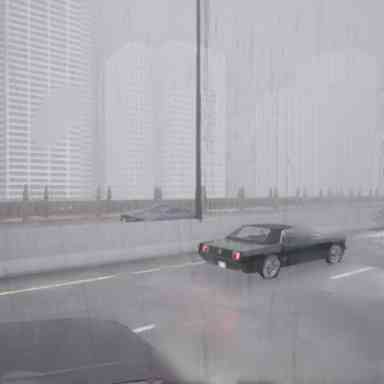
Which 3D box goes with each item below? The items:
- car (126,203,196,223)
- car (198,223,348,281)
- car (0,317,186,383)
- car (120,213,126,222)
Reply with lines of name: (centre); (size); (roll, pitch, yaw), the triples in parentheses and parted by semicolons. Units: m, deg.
car: (-1.462, 1.547, 20.150); (4.181, 1.385, 1.994); (0, 0, -36)
car: (2.586, 1.588, 9.892); (4.718, 1.301, 1.895); (0, 0, -36)
car: (-2.577, 1.550, 1.908); (5.357, 1.411, 2.033); (0, 0, -35)
car: (-2.360, 1.528, 23.809); (5.357, 1.411, 2.033); (0, 0, -36)
